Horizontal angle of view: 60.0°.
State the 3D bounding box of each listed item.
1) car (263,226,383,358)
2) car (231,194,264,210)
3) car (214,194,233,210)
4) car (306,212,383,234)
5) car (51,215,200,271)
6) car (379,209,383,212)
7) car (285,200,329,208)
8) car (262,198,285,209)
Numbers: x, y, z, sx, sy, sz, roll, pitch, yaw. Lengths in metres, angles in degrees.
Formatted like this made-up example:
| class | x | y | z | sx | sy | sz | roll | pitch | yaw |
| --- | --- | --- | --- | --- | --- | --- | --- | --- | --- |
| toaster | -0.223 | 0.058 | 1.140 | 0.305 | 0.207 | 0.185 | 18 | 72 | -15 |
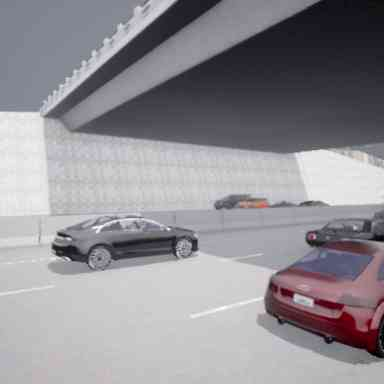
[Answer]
| class | x | y | z | sx | sy | sz | roll | pitch | yaw |
| --- | --- | --- | --- | --- | --- | --- | --- | --- | --- |
| car | 3.282 | 1.579 | 6.085 | 4.181 | 1.385 | 1.994 | 0 | 0 | -35 |
| car | 7.258 | 1.423 | 39.247 | 4.553 | 1.767 | 2.097 | 0 | 0 | -35 |
| car | 5.405 | 1.292 | 42.223 | 5.566 | 2.045 | 2.150 | 0 | 0 | -35 |
| car | 6.503 | 1.632 | 12.679 | 4.718 | 1.301 | 1.895 | 0 | 0 | -35 |
| car | -1.980 | 1.503 | 10.930 | 4.902 | 1.511 | 2.128 | 0 | 0 | -35 |
| car | 14.324 | 1.608 | 22.552 | 5.357 | 1.411 | 2.033 | 0 | 0 | -35 |
| car | 12.152 | 1.578 | 34.141 | 4.892 | 1.490 | 1.837 | 0 | 0 | -35 |
| car | 10.243 | 1.637 | 37.077 | 4.181 | 1.385 | 1.994 | 0 | 0 | -35 |
